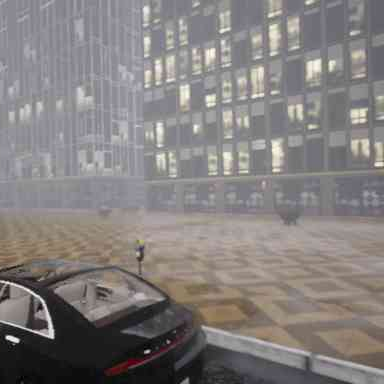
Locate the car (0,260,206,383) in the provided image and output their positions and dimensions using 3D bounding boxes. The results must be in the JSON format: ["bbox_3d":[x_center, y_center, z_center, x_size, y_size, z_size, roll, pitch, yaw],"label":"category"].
[{"bbox_3d":[-1.930,1.559,4.188,4.403,1.369,2.008,-1,0,33],"label":"car"}]
